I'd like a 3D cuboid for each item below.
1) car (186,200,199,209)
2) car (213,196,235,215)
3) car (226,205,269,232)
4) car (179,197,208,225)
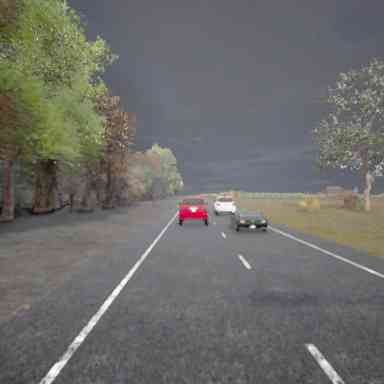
[{"bbox_3d":[0.123,1.953,52.779,1.994,1.385,4.181,0,0,0],"label":"car"},{"bbox_3d":[3.583,1.507,37.684,2.150,2.045,5.566,0,0,0],"label":"car"},{"bbox_3d":[3.522,1.764,21.491,1.895,1.301,4.718,0,0,0],"label":"car"},{"bbox_3d":[0.112,1.424,26.449,2.150,2.045,5.566,0,0,0],"label":"car"}]
